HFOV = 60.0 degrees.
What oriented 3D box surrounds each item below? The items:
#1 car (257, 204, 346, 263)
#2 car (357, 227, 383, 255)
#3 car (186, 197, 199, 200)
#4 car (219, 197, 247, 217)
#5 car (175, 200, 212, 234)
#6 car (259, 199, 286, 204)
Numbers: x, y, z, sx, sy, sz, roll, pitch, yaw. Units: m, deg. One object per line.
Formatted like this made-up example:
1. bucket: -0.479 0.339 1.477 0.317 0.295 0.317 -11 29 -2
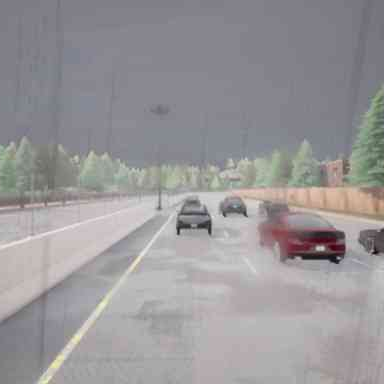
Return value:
1. car: 3.601 1.421 11.808 1.882 1.535 5.008 0 0 0
2. car: 7.095 1.499 9.977 2.033 1.411 5.357 0 0 0
3. car: 0.029 1.317 39.479 1.837 1.490 4.892 0 0 0
4. car: 3.586 1.210 29.864 2.097 1.767 4.553 0 0 0
5. car: 0.102 1.403 18.551 2.128 1.511 4.902 0 0 0
6. car: 7.091 1.366 29.126 1.837 1.490 4.892 0 0 0
